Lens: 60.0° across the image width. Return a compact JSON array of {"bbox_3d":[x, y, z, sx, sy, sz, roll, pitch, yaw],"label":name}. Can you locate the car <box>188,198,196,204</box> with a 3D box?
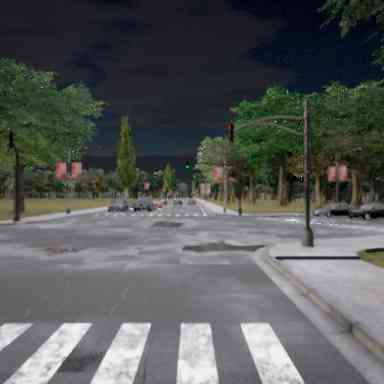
[{"bbox_3d":[-0.029,2.351,86.275,1.895,1.301,4.718,0,-1,0],"label":"car"}]

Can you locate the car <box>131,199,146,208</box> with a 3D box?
[{"bbox_3d":[-9.789,2.133,60.961,1.837,1.490,4.892,0,0,1],"label":"car"}]

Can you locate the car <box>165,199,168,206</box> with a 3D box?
[{"bbox_3d":[-6.525,2.309,74.689,1.812,1.442,4.674,0,-1,0],"label":"car"}]

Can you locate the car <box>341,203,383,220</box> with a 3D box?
[{"bbox_3d":[17.218,1.868,31.977,5.008,1.535,1.882,0,-1,-23],"label":"car"}]

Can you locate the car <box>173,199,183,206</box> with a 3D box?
[{"bbox_3d":[-3.276,2.316,75.827,2.128,1.511,4.902,0,-1,0],"label":"car"}]

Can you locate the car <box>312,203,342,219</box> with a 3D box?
[{"bbox_3d":[14.736,1.919,34.454,4.902,1.511,2.128,0,-1,-23],"label":"car"}]

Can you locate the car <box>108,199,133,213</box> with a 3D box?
[{"bbox_3d":[-9.839,1.813,44.837,2.097,1.767,4.553,0,-1,0],"label":"car"}]

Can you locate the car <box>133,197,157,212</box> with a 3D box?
[{"bbox_3d":[-6.587,1.685,45.779,2.150,2.045,5.566,0,0,0],"label":"car"}]

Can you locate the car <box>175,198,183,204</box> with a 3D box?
[{"bbox_3d":[-3.279,2.352,86.274,1.895,1.301,4.718,0,-1,0],"label":"car"}]

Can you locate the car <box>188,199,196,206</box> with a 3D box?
[{"bbox_3d":[-0.026,2.315,75.828,2.128,1.511,4.902,0,-1,0],"label":"car"}]

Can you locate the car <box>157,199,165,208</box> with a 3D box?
[{"bbox_3d":[-6.555,1.972,59.998,2.097,1.767,4.553,0,-1,1],"label":"car"}]
